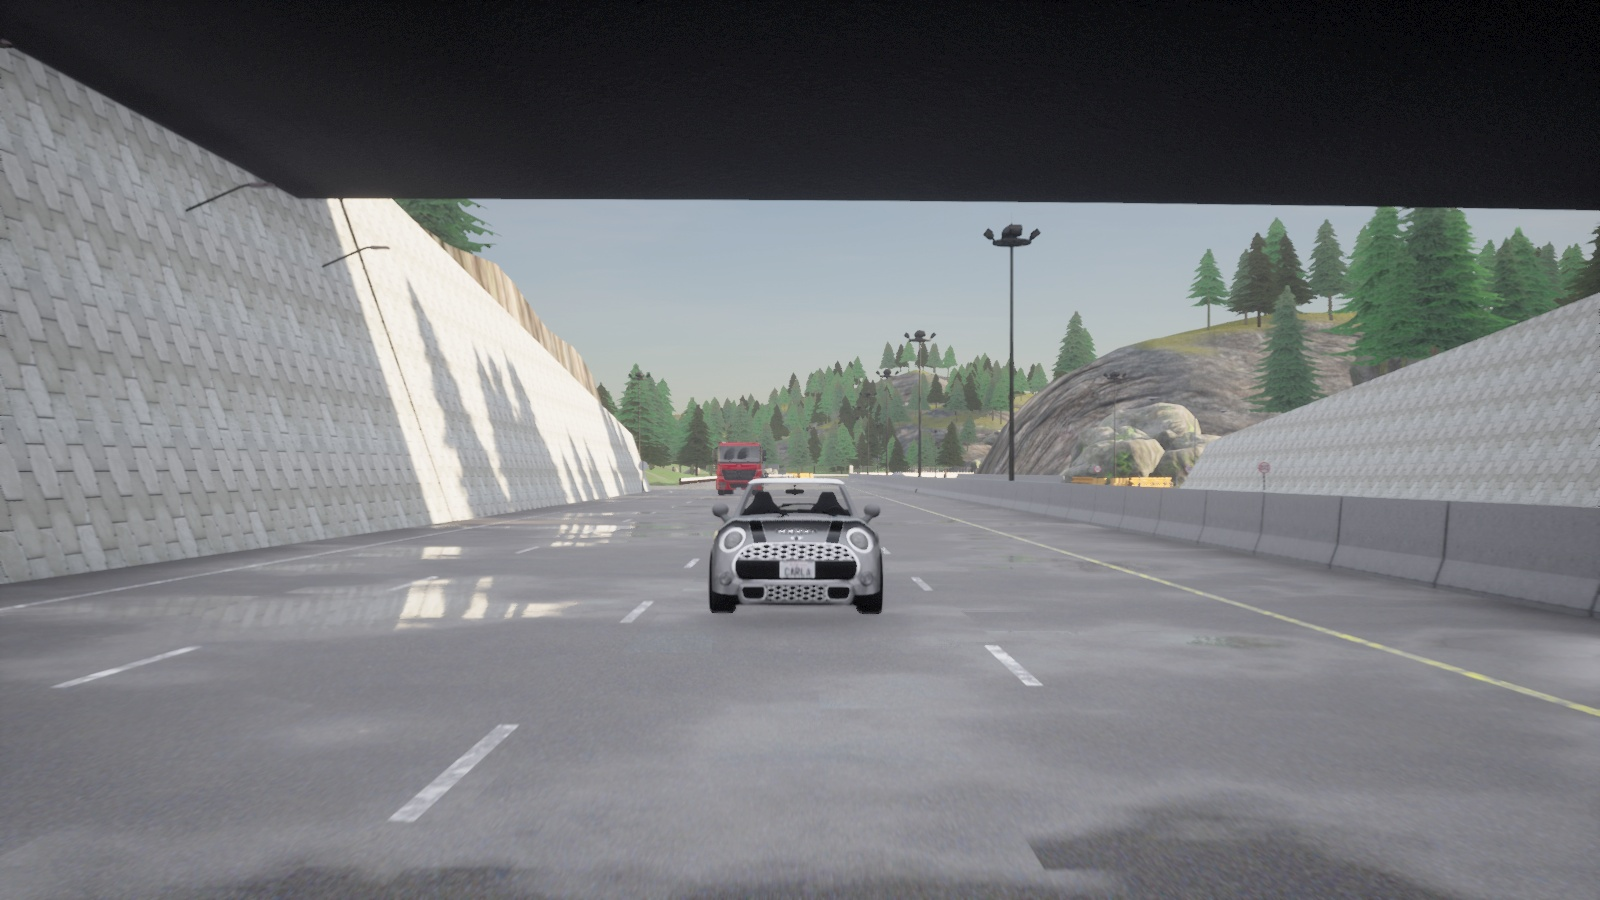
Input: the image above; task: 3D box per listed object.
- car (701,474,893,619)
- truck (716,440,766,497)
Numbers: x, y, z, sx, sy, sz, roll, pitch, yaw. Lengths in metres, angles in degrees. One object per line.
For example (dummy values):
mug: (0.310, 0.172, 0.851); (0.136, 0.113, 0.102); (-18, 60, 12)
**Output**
car: (-0.037, 1.028, 14.807); (1.970, 1.475, 3.806); (0, -1, 0)
truck: (-3.776, 1.212, 81.511); (2.891, 3.462, 7.936); (0, -1, 0)
